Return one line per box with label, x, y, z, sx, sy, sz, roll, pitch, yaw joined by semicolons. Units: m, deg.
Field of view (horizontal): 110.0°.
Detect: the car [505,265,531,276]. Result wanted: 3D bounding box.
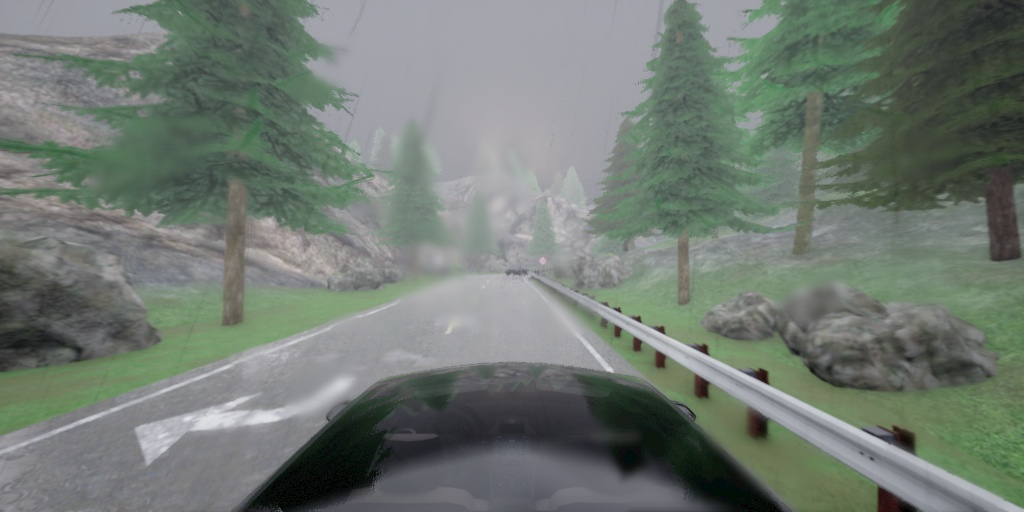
car;0.867;1.813;44.536;1.895;1.301;4.718;0;-1;22
